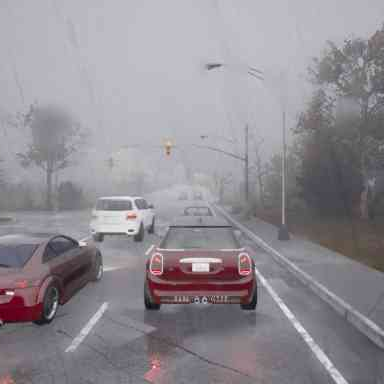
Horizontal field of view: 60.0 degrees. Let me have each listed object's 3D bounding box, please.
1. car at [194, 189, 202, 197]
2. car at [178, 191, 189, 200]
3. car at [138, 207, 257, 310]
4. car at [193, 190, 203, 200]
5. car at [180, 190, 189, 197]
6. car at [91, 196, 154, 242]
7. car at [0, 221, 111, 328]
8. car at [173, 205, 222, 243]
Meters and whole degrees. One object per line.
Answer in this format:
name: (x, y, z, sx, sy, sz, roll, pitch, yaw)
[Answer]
car: (1.583, 0.173, 85.444, 2.097, 1.767, 4.553, 0, 3, 1)
car: (-2.123, 1.045, 75.557, 1.994, 1.385, 4.181, 0, 3, 1)
car: (0.173, 1.352, 8.005, 2.097, 1.767, 4.553, 0, 0, 1)
car: (1.377, 1.017, 75.483, 1.812, 1.442, 4.674, 0, 3, 1)
car: (-1.915, 0.356, 85.556, 2.033, 1.411, 5.357, 0, 3, 1)
car: (-3.246, 1.221, 16.543, 2.150, 2.045, 5.566, 0, 0, 3)
car: (-3.337, 1.564, 7.125, 1.994, 1.385, 4.181, 0, 0, 0)
car: (0.290, 1.491, 16.981, 2.128, 1.511, 4.902, 0, 0, 1)
